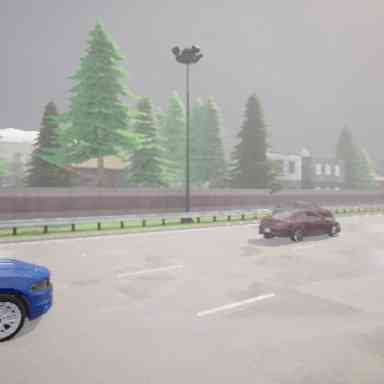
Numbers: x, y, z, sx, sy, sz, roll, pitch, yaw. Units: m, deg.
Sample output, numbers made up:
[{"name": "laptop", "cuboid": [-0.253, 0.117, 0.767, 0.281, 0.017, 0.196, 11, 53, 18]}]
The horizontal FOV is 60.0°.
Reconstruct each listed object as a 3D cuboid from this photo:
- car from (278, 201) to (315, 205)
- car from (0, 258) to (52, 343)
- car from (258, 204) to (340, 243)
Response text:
[{"name": "car", "cuboid": [7.270, 1.356, 21.839, 4.553, 1.767, 2.097, 0, 0, -36]}, {"name": "car", "cuboid": [-4.672, 1.477, 4.710, 5.008, 1.535, 1.882, 0, 0, -36]}, {"name": "car", "cuboid": [5.201, 1.529, 16.059, 4.674, 1.442, 1.812, 0, 0, -36]}]
